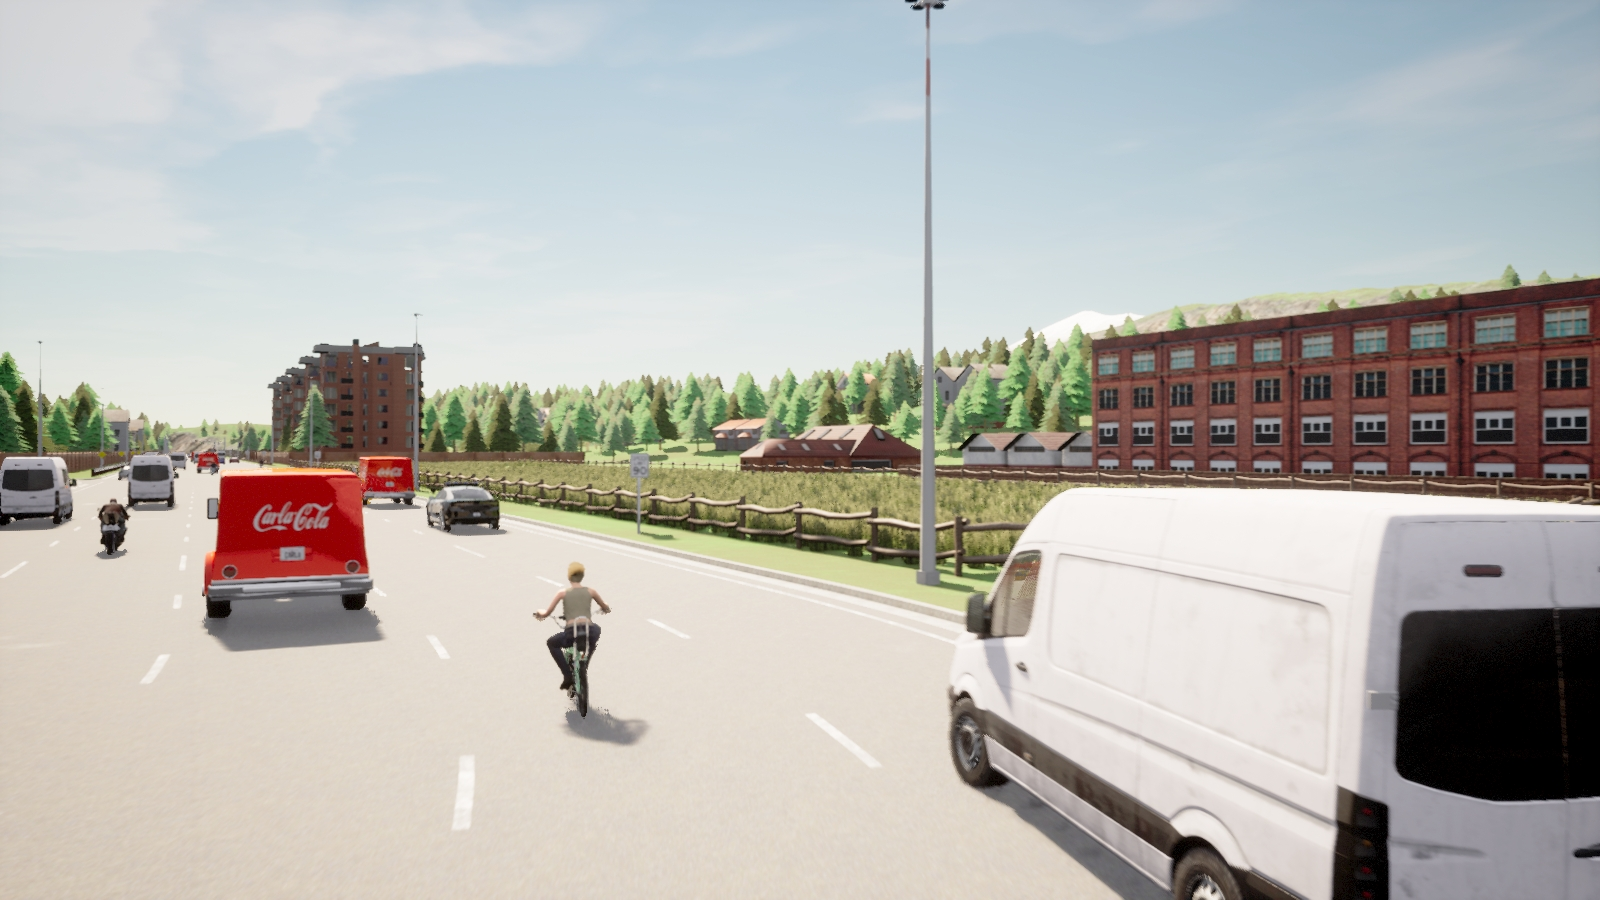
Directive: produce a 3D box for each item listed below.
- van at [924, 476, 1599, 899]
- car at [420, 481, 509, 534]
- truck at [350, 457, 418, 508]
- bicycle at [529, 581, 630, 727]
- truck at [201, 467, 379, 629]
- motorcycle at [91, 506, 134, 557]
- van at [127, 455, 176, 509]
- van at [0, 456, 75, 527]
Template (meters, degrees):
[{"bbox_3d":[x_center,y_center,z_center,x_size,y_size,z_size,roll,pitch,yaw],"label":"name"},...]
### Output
[{"bbox_3d":[2.717,1.537,7.836,1.988,2.561,5.915,1,0,-11],"label":"van"},{"bbox_3d":[-12.126,1.999,41.046,2.097,1.638,5.238,0,0,-28],"label":"car"},{"bbox_3d":[-21.576,1.595,59.097,2.627,2.467,5.204,0,0,-28],"label":"truck"},{"bbox_3d":[-2.420,2.163,12.415,0.859,1.276,1.487,-1,0,-19],"label":"bicycle"},{"bbox_3d":[-9.389,1.577,20.783,2.627,2.467,5.204,0,0,-27],"label":"truck"},{"bbox_3d":[-18.946,2.219,31.527,0.867,1.251,2.209,0,0,-27],"label":"motorcycle"},{"bbox_3d":[-32.925,1.561,58.105,1.988,2.561,5.915,0,0,-28],"label":"van"},{"bbox_3d":[-29.991,1.556,44.991,1.988,2.561,5.915,0,0,-28],"label":"van"}]
